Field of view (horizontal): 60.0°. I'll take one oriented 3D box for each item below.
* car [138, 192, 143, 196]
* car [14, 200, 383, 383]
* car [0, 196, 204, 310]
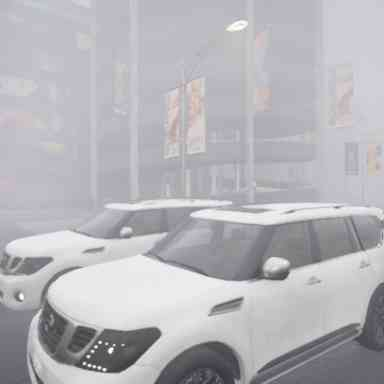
[{"bbox_3d":[-11.202,0.915,63.927,2.435,2.045,5.566,0,0,-36],"label":"car"},{"bbox_3d":[0.842,1.210,4.629,5.566,2.045,2.150,0,0,-36],"label":"car"},{"bbox_3d":[-1.191,1.210,7.478,5.566,2.045,2.150,0,0,-36],"label":"car"}]
